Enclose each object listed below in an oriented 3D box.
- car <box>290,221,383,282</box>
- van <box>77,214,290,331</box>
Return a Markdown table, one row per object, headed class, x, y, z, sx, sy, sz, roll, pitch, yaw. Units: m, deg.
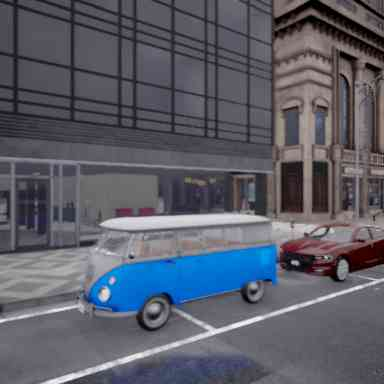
| class | x | y | z | sx | sy | sz | roll | pitch | yaw |
| --- | --- | --- | --- | --- | --- | --- | --- | --- | --- |
| car | 4.482 | 1.584 | 9.853 | 4.507 | 1.381 | 1.887 | 0 | 0 | -36 |
| van | -0.077 | 1.356 | 6.599 | 3.998 | 1.788 | 1.690 | 0 | 0 | -36 |
